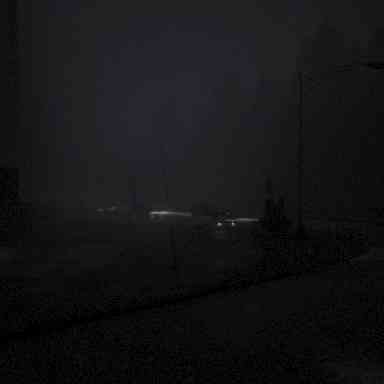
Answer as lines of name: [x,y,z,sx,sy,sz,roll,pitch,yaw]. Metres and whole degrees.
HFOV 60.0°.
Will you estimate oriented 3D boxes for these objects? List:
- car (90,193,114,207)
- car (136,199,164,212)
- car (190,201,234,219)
car: [-14.050,1.218,51.367,2.150,2.045,5.566,0,0,-35]
car: [-4.921,1.559,38.529,1.994,1.385,4.181,0,0,-36]
car: [1.641,1.521,29.400,1.812,1.442,4.674,0,0,-36]
